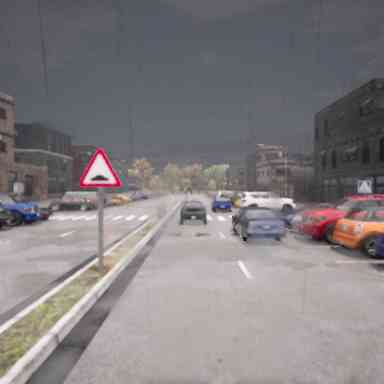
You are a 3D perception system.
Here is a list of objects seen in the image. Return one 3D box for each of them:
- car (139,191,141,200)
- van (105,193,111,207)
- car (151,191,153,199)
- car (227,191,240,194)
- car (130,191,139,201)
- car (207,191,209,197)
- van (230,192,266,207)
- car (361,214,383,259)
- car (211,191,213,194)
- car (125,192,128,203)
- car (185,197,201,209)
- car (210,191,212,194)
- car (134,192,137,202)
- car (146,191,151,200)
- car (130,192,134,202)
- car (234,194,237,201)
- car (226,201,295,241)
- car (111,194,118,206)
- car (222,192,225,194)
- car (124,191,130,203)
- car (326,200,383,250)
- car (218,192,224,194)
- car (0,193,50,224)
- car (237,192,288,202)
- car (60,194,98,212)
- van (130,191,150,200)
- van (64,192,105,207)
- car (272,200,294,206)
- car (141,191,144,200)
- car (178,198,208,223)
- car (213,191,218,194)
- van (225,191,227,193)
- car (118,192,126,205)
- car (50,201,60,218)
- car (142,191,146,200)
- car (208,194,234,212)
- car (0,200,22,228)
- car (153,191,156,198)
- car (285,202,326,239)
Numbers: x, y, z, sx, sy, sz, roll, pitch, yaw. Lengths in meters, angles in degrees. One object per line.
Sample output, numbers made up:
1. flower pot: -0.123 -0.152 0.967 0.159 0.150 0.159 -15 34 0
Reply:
1. car: -12.542 0.965 62.948 4.553 1.767 2.185 0 0 0
2. van: -12.706 1.008 40.714 4.442 1.987 1.878 0 0 0
3. car: -12.378 1.027 76.843 5.366 1.575 1.946 0 0 0
4. car: 7.665 1.007 42.250 5.566 2.045 2.435 0 0 0
5. car: -12.544 0.980 60.167 4.553 1.767 2.185 0 0 0
6. car: 7.626 1.005 94.638 4.892 1.521 2.231 0 0 0
7. van: 7.520 1.012 45.008 4.442 1.987 1.878 0 0 0
8. car: 7.637 1.480 9.288 4.674 1.452 2.002 0 0 0
9. car: 7.627 1.045 78.097 4.892 1.521 2.231 0 0 0
10. car: -12.578 1.177 49.054 5.008 1.535 2.097 0 0 0
11. car: 0.095 1.378 42.323 1.895 1.301 4.718 0 0 0
12. car: 7.631 1.066 83.611 4.674 1.452 2.002 0 0 0
13. car: -12.583 1.124 57.390 4.892 1.521 2.231 0 0 0
14. car: -12.537 0.788 74.064 5.566 2.045 2.435 0 0 0
15. car: -12.575 1.140 54.614 5.008 1.535 2.097 0 0 0
16. car: 7.632 1.278 39.369 5.008 1.535 2.097 0 0 0
17. car: 3.096 1.444 16.320 2.033 1.411 5.357 0 2 0
18. car: -12.589 1.256 43.495 4.674 1.452 2.002 0 0 0
19. car: 7.633 1.218 53.282 4.674 1.452 2.002 0 0 0
20. car: -12.613 1.033 51.831 4.553 1.767 2.185 0 0 0
21. car: 7.608 1.304 11.915 4.553 1.767 2.185 0 0 0
22. car: 7.450 1.156 56.039 5.366 1.575 1.946 0 0 0
23. car: -12.574 1.104 21.257 5.566 2.045 2.435 0 0 0
24. car: 7.668 1.172 36.611 4.553 1.767 2.185 0 0 0
25. car: -12.587 1.271 35.156 4.892 1.521 2.231 0 0 0
26. van: -12.445 0.796 79.622 4.442 1.987 1.878 0 0 0
27. van: -12.708 1.026 37.935 4.442 1.987 1.878 0 0 0
28. car: 7.610 1.423 20.189 4.792 1.488 2.163 0 0 0
29. car: -12.569 1.116 65.728 4.674 1.452 2.002 0 0 0
30. car: 0.090 1.398 24.171 1.837 1.490 4.892 0 1 0
31. car: 7.663 0.841 67.067 5.566 2.045 2.435 0 0 0
32. van: 7.753 0.971 50.523 4.442 1.987 1.878 0 0 0
33. car: -12.400 1.193 46.274 5.366 1.575 1.946 0 0 0
34. car: -12.572 1.368 24.039 4.792 1.488 2.163 0 0 0
35. car: -12.564 1.064 68.507 4.892 1.521 2.231 0 0 0
36. car: 3.096 1.298 36.181 1.882 1.535 5.008 0 0 0
37. car: -12.598 1.372 18.479 4.892 1.521 2.231 0 0 0
38. car: -12.532 0.762 82.399 5.566 2.045 2.435 0 0 0
39. car: 7.641 1.446 17.431 4.674 1.452 2.002 0 0 0
